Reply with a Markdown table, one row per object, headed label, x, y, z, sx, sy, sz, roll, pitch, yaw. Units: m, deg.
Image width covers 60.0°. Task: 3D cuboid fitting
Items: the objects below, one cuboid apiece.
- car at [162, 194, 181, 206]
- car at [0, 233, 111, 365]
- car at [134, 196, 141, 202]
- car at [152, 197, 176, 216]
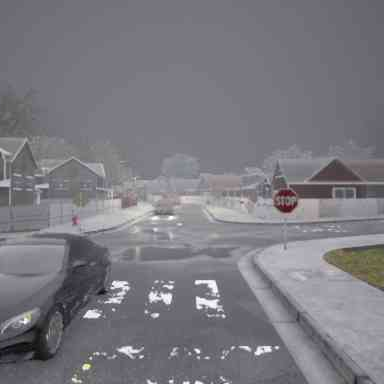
| label | x | y | z | sx | sy | sz | roll | pitch | yaw |
| --- | --- | --- | --- | --- | --- | --- | --- | --- | --- |
| car | -3.681 | 1.421 | 57.135 | 2.150 | 2.045 | 5.566 | 0 | 1 | -20 |
| car | -2.758 | 1.538 | 6.059 | 1.812 | 1.442 | 4.674 | 0 | 0 | 0 |
| car | -13.600 | 1.650 | 80.258 | 1.882 | 1.535 | 5.008 | 0 | -1 | -23 |
| car | -2.775 | 1.596 | 32.809 | 1.837 | 1.490 | 4.892 | 0 | 2 | -2 |
